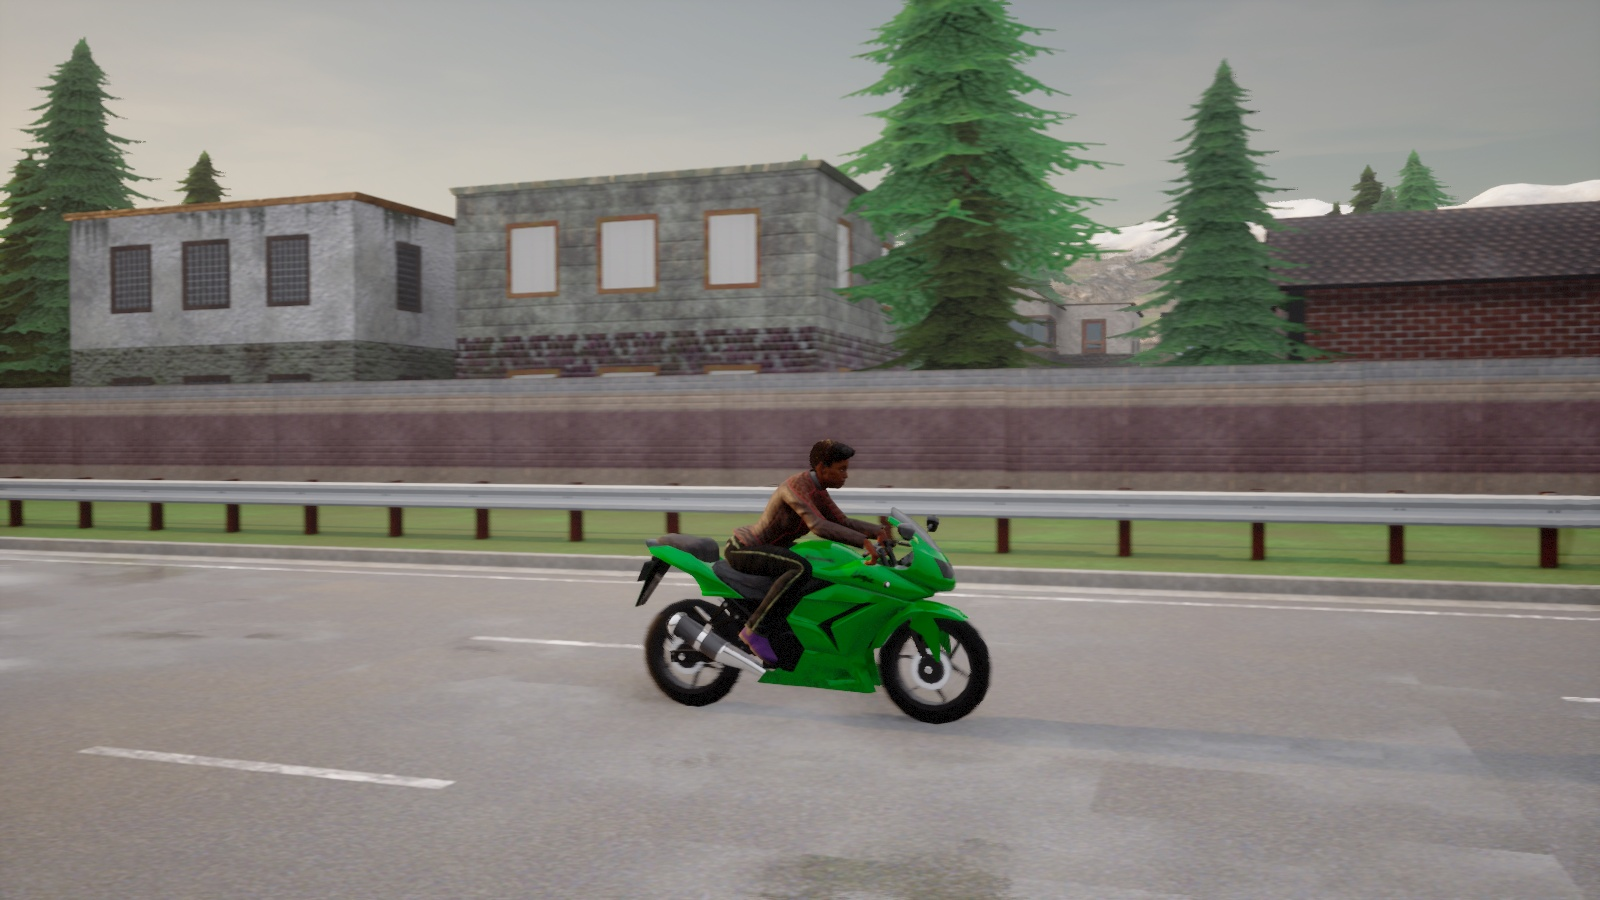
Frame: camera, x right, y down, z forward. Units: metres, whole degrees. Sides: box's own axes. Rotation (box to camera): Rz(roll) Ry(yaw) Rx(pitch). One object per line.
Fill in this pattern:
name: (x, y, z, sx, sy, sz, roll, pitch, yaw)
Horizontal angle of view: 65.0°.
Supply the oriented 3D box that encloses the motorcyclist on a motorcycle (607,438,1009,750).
motorcyclist on a motorcycle: (0.050, 0.701, 6.873, 2.044, 1.523, 0.797, 1, 1, 19)
